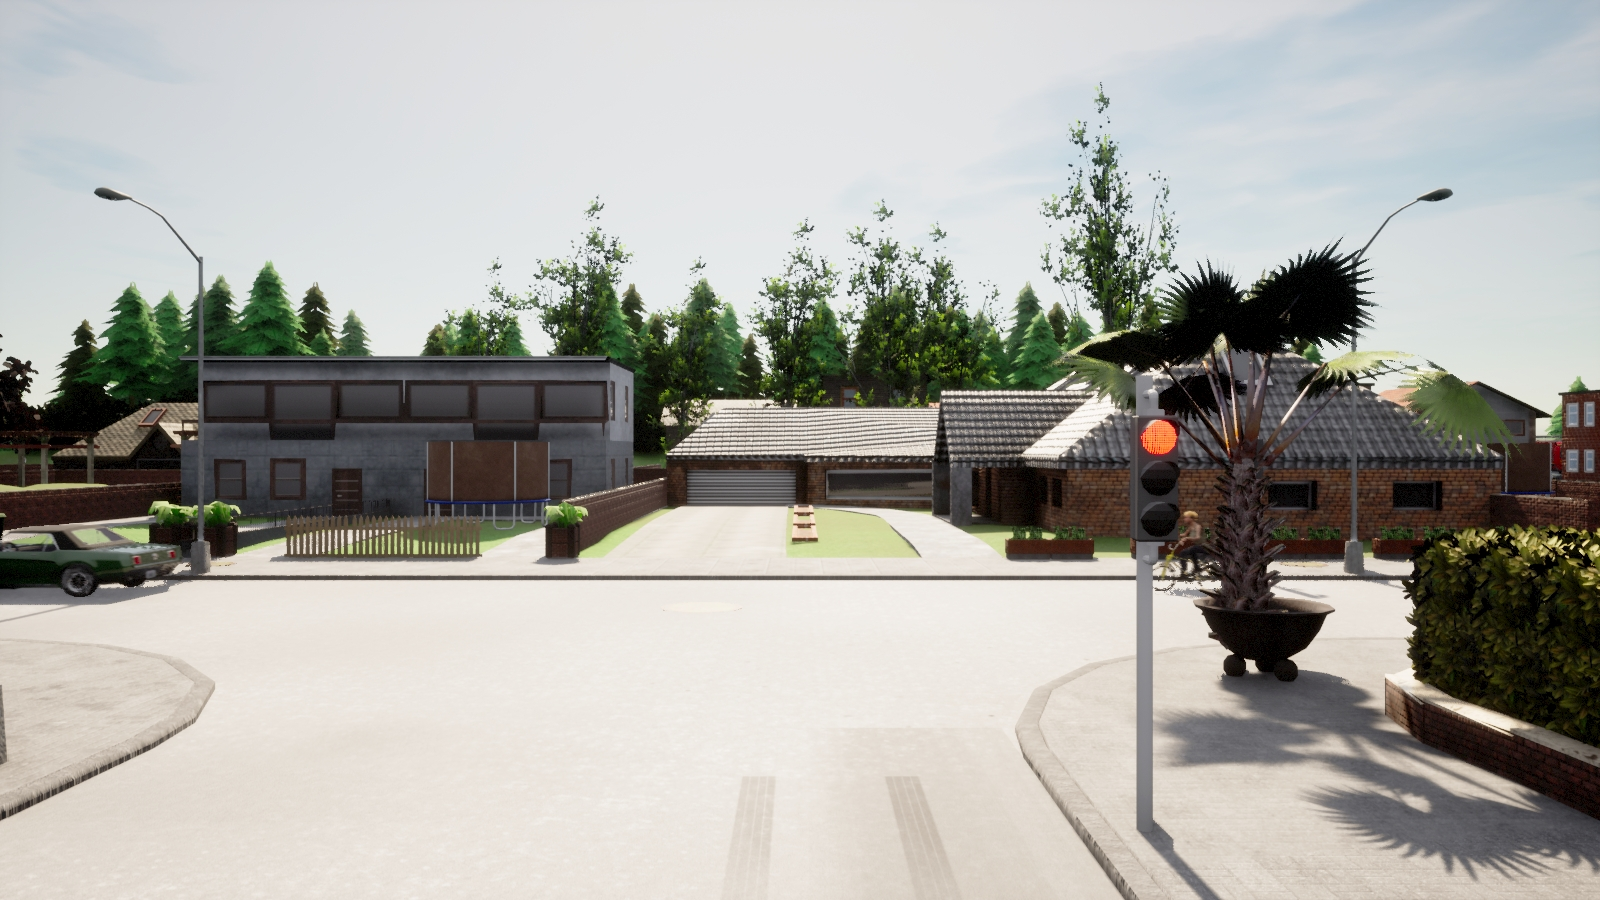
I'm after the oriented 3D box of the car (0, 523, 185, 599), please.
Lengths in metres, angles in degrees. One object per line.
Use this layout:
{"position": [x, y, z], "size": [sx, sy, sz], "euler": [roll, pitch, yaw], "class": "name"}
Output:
{"position": [-14.935, 2.146, 22.438], "size": [4.718, 1.301, 1.895], "euler": [0, 0, 1], "class": "car"}
